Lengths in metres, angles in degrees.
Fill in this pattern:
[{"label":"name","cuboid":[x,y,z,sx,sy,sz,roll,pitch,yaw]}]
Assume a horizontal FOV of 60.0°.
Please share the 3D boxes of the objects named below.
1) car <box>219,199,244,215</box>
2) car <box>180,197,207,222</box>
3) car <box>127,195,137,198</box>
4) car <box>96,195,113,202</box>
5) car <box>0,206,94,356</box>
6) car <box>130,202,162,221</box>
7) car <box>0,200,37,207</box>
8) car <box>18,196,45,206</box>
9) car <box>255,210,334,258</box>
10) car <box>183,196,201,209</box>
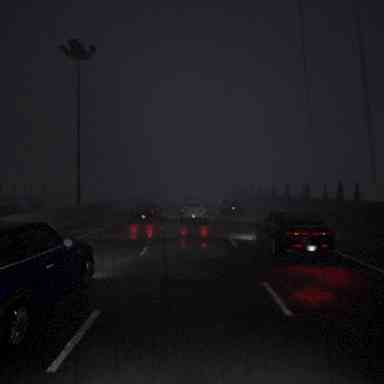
[{"label":"car","cuboid":[3.581,1.354,30.821,1.994,1.385,4.181,0,0,0]},{"label":"car","cuboid":[0.102,1.361,24.206,1.812,1.442,4.674,0,0,0]},{"label":"car","cuboid":[-11.267,1.181,62.826,1.994,1.385,4.181,0,0,-2]},{"label":"car","cuboid":[-14.580,1.167,55.962,2.033,1.411,5.357,0,0,-1]},{"label":"car","cuboid":[-3.400,1.309,6.160,2.097,1.767,4.553,0,0,0]},{"label":"car","cuboid":[-3.398,1.427,25.505,1.895,1.301,4.718,0,0,0]},{"label":"car","cuboid":[-10.587,1.402,18.079,1.812,1.442,4.674,0,0,0]},{"label":"car","cuboid":[-17.656,1.233,35.775,1.882,1.535,5.008,0,0,-1]},{"label":"car","cuboid":[3.602,1.420,12.420,1.837,1.490,4.892,0,0,0]},{"label":"car","cuboid":[-0.069,1.267,41.297,2.033,1.411,5.357,0,0,-1]}]
